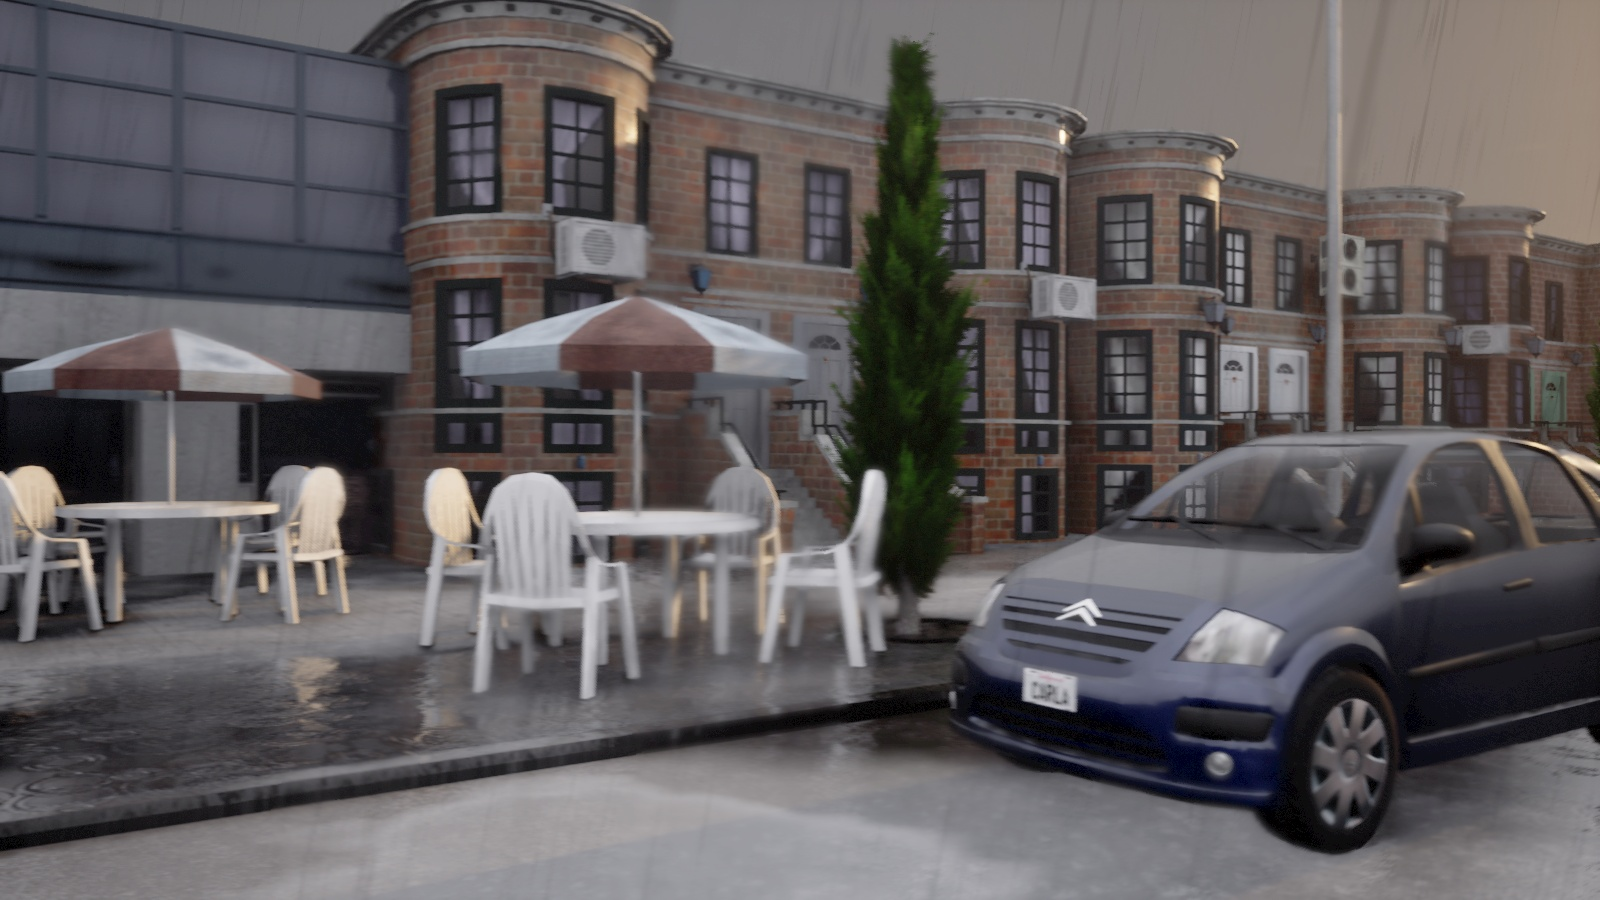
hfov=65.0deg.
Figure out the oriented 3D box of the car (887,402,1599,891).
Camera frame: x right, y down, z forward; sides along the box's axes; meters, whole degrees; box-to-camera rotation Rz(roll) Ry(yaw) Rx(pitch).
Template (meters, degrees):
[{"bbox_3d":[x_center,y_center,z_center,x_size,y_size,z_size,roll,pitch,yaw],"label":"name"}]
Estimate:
[{"bbox_3d":[2.561,0.652,6.051,3.988,1.617,1.851,0,0,-35],"label":"car"}]
